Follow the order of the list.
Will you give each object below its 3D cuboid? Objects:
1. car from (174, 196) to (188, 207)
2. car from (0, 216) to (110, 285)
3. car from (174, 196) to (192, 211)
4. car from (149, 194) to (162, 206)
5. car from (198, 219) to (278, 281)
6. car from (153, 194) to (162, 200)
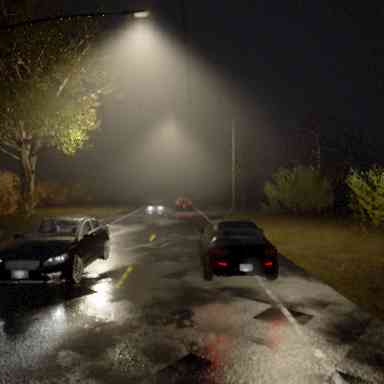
[{"bbox_3d":[-1.683,1.335,48.736,1.837,1.490,4.892,0,0,-4],"label":"car"},{"bbox_3d":[-3.666,1.470,9.475,2.128,1.511,4.902,0,0,-1],"label":"car"},{"bbox_3d":[-0.997,1.399,38.556,1.812,1.442,4.674,0,0,-3],"label":"car"},{"bbox_3d":[-5.437,1.428,49.942,1.895,1.301,4.718,0,0,-4],"label":"car"},{"bbox_3d":[1.183,1.503,9.692,1.812,1.442,4.674,0,0,-1],"label":"car"},{"bbox_3d":[-8.137,1.168,78.201,1.837,1.490,4.892,0,0,-7],"label":"car"}]
